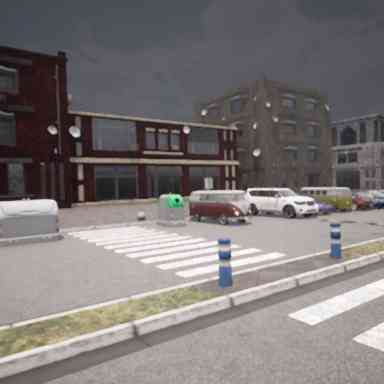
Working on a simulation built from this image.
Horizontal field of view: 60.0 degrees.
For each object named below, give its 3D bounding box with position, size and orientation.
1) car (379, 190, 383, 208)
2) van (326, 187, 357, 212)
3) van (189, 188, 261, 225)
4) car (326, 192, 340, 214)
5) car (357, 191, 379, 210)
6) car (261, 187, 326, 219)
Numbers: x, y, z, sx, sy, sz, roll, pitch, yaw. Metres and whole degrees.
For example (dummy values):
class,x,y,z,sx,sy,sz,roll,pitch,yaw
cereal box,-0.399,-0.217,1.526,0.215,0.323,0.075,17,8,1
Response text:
class,x,y,z,sx,sy,sz,roll,pitch,yaw
car,15.017,0.738,30.225,2.163,1.488,4.792,-1,1,-36
van,10.580,0.601,27.151,1.878,1.987,4.442,-2,1,-36
van,1.731,0.890,20.373,1.878,1.987,4.442,-2,1,-36
car,8.333,0.937,25.363,2.002,1.452,4.674,-2,1,-36
car,12.774,0.768,28.624,2.097,1.535,5.008,-2,1,-36
car,6.121,0.715,23.702,2.435,2.045,5.566,-2,1,-36
